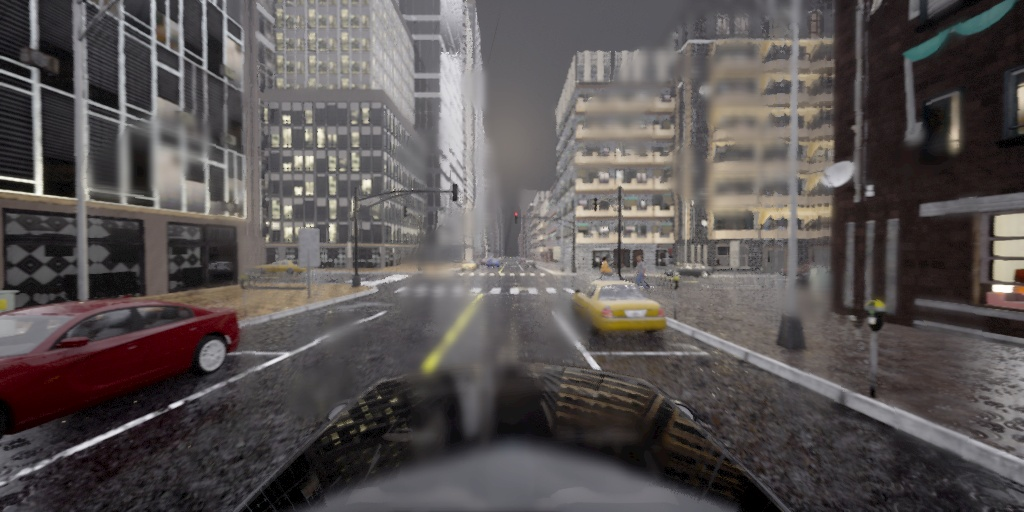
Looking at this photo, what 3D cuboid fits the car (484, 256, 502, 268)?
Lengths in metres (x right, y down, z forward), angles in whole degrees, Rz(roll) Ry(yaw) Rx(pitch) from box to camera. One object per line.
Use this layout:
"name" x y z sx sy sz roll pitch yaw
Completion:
"car" -3.041 1.168 59.431 1.882 1.535 5.008 0 0 0

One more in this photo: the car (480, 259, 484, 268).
"car" -5.695 1.261 53.892 1.948 1.339 4.313 0 0 0

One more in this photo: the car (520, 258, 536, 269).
"car" 2.686 1.246 53.893 2.007 1.370 4.403 0 0 0

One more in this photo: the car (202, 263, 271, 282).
"car" -20.288 1.181 25.585 4.403 1.370 2.007 0 0 1

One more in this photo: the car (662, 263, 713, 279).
"car" 16.306 1.349 33.423 4.403 1.370 2.007 0 0 1

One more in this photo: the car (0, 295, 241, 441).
"car" -5.821 1.292 4.696 1.888 1.381 4.507 0 0 0

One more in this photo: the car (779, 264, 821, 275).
"car" 27.372 1.436 33.269 4.507 1.381 1.888 0 0 1

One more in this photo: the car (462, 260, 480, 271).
"car" -5.694 1.226 48.068 1.751 1.417 4.829 0 0 0

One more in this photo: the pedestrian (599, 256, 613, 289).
"pedestrian" 5.192 0.877 19.804 0.375 1.860 0.375 -1 1 0

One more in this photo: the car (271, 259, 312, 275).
"car" -21.669 1.000 33.918 4.829 1.417 1.751 0 0 1

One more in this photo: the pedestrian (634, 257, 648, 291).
"pedestrian" 6.651 0.874 18.604 0.375 1.860 0.375 -1 1 0

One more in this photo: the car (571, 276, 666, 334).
"car" 2.819 1.266 10.453 1.751 1.417 4.829 0 0 0

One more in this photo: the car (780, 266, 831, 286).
"car" 21.714 1.556 24.968 4.313 1.339 1.948 0 0 1
